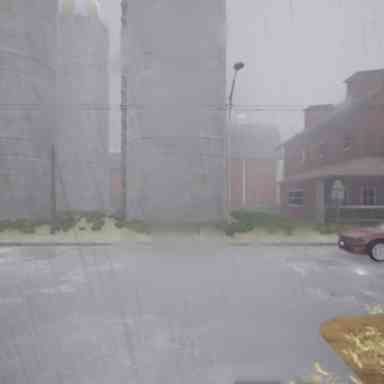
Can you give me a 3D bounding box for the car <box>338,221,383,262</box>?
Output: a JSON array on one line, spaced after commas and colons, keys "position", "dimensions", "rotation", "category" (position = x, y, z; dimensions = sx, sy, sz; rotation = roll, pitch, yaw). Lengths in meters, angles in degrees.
[{"position": [7.928, 1.595, 12.058], "dimensions": [5.008, 1.535, 1.882], "rotation": [0, -1, 0], "category": "car"}]
